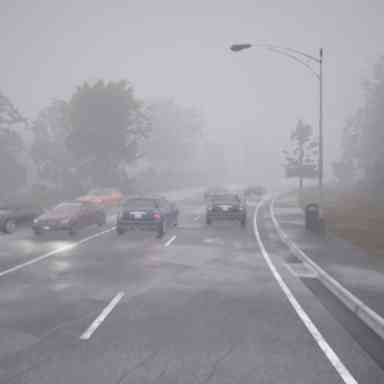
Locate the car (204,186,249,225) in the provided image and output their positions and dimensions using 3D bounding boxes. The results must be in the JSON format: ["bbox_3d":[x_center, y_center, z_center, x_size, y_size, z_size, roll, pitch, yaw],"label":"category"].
[{"bbox_3d":[2.087,0.782,19.271,2.097,1.767,4.553,0,3,10],"label":"car"}]

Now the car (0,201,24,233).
[{"bbox_3d":[-9.163,1.160,16.675,1.994,1.385,4.181,0,2,7],"label":"car"}]

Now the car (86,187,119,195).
[{"bbox_3d":[-7.310,0.459,26.710,2.097,1.767,4.553,0,3,13],"label":"car"}]

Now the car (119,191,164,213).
[{"bbox_3d":[-3.822,0.698,26.236,1.895,1.301,4.718,0,3,13],"label":"car"}]

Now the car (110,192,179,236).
[{"bbox_3d":[-1.973,0.948,16.121,2.097,1.767,4.553,0,2,8],"label":"car"}]

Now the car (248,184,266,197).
[{"bbox_3d":[7.321,-0.225,38.314,1.895,1.301,4.718,0,4,20],"label":"car"}]

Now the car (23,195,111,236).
[{"bbox_3d":[-5.706,1.133,16.124,1.812,1.442,4.674,0,2,9],"label":"car"}]
